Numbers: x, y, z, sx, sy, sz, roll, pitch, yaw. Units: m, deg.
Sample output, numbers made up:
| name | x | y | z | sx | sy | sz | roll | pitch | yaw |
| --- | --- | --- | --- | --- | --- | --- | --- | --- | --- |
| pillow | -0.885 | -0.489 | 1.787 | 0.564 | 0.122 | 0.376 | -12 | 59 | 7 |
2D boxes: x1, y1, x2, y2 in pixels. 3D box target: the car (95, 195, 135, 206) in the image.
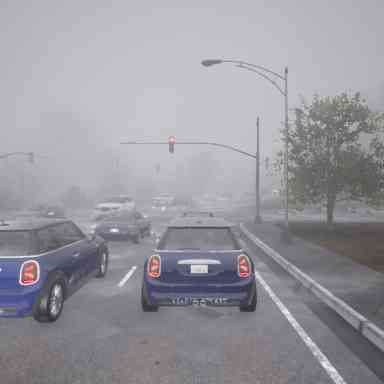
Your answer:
| name | x | y | z | sx | sy | sz | roll | pitch | yaw |
| --- | --- | --- | --- | --- | --- | --- | --- | --- | --- |
| car | -6.327 | 1.280 | 27.691 | 2.150 | 2.045 | 5.566 | 0 | 0 | 5 |

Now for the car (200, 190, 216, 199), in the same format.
| name | x | y | z | sx | sy | sz | roll | pitch | yaw |
| --- | --- | --- | --- | --- | --- | --- | --- | --- | --- |
| car | 3.671 | 0.571 | 77.502 | 2.097 | 1.767 | 4.553 | 0 | 3 | 26 |

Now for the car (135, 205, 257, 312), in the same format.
| name | x | y | z | sx | sy | sz | roll | pitch | yaw |
| --- | --- | --- | --- | --- | --- | --- | --- | --- | --- |
| car | 0.139 | 1.361 | 7.896 | 2.097 | 1.767 | 4.553 | 0 | 0 | 0 |

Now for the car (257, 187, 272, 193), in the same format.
| name | x | y | z | sx | sy | sz | roll | pitch | yaw |
| --- | --- | --- | --- | --- | --- | --- | --- | --- | --- |
| car | 19.799 | -0.524 | 90.386 | 2.128 | 1.511 | 4.902 | 0 | 3 | 38 |

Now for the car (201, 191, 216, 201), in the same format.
| name | x | y | z | sx | sy | sz | roll | pitch | yaw |
| --- | --- | --- | --- | --- | --- | --- | --- | --- | --- |
| car | 3.528 | 1.137 | 68.992 | 1.812 | 1.442 | 4.674 | 0 | 2 | 23 |

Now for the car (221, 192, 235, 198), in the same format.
| name | x | y | z | sx | sy | sz | roll | pitch | yaw |
| --- | --- | --- | --- | --- | --- | --- | --- | --- | --- |
| car | 8.521 | 0.591 | 79.185 | 1.895 | 1.301 | 4.718 | 0 | 3 | 28 |

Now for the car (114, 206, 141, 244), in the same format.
| name | x | y | z | sx | sy | sz | roll | pitch | yaw |
| --- | --- | --- | --- | --- | --- | --- | --- | --- | --- |
| car | -3.200 | 1.593 | 16.004 | 1.994 | 1.385 | 4.181 | 0 | 0 | 2 |

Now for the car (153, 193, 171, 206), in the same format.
| name | x | y | z | sx | sy | sz | roll | pitch | yaw |
| --- | --- | --- | --- | --- | --- | --- | --- | --- | --- |
| car | -4.723 | 1.269 | 56.426 | 2.150 | 2.045 | 5.566 | 0 | 1 | 15 |

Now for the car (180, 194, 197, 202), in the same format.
| name | x | y | z | sx | sy | sz | roll | pitch | yaw |
| --- | --- | --- | --- | --- | --- | --- | --- | --- | --- |
| car | -0.627 | 1.283 | 68.057 | 1.994 | 1.385 | 4.181 | 0 | 2 | 21 |

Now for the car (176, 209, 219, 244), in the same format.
| name | x | y | z | sx | sy | sz | roll | pitch | yaw |
| --- | --- | --- | --- | --- | --- | --- | --- | --- | --- |
| car | 0.326 | 1.632 | 16.927 | 1.895 | 1.301 | 4.718 | 0 | 0 | 2 |

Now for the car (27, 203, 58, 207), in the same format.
| name | x | y | z | sx | sy | sz | roll | pitch | yaw |
| --- | --- | --- | --- | --- | --- | --- | --- | --- | --- |
| car | -10.129 | 1.536 | 22.175 | 2.128 | 1.511 | 4.902 | 0 | 0 | 3 |

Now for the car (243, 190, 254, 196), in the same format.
| name | x | y | z | sx | sy | sz | roll | pitch | yaw |
| --- | --- | --- | --- | --- | --- | --- | --- | --- | --- |
| car | 14.130 | 0.204 | 81.901 | 1.812 | 1.442 | 4.674 | 0 | 3 | 33 |

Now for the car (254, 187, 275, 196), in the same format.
| name | x | y | z | sx | sy | sz | roll | pitch | yaw |
| --- | --- | --- | --- | --- | --- | --- | --- | --- | --- |
| car | 17.659 | 0.140 | 80.965 | 2.128 | 1.511 | 4.902 | 0 | 3 | 33 |

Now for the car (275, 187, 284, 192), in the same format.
| name | x | y | z | sx | sy | sz | roll | pitch | yaw |
| --- | --- | --- | --- | --- | --- | --- | --- | --- | --- |
| car | 23.399 | -0.601 | 89.366 | 1.882 | 1.535 | 5.008 | 0 | 3 | 38 |

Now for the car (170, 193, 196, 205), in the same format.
| name | x | y | z | sx | sy | sz | roll | pitch | yaw |
| --- | --- | --- | --- | --- | --- | --- | --- | --- | --- |
| car | -1.318 | 1.265 | 55.594 | 2.150 | 2.045 | 5.566 | 0 | 1 | 16 |

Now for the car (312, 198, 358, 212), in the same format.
| name | x | y | z | sx | sy | sz | roll | pitch | yaw |
| --- | --- | --- | --- | --- | --- | --- | --- | --- | --- |
| car | 16.433 | 1.531 | 38.418 | 4.892 | 1.490 | 1.837 | -1 | 0 | 4 |

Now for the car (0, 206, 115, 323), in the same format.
| name | x | y | z | sx | sy | sz | roll | pitch | yaw |
| --- | --- | --- | --- | --- | --- | --- | --- | --- | --- |
| car | -3.365 | 1.361 | 7.392 | 2.097 | 1.767 | 4.553 | 0 | 0 | 0 |
